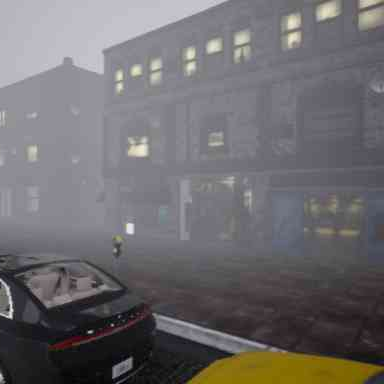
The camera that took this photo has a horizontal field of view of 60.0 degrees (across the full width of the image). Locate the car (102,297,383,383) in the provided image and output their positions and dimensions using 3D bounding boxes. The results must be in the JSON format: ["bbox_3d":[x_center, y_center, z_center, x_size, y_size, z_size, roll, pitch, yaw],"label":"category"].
[{"bbox_3d":[1.883,1.527,1.538,4.829,1.417,1.752,0,-1,36],"label":"car"}]

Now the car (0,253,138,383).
[{"bbox_3d":[-2.482,1.548,4.655,4.403,1.369,2.008,0,-1,36],"label":"car"}]
